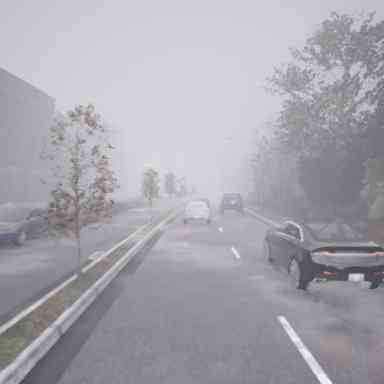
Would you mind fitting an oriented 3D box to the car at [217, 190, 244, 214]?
[{"bbox_3d":[3.942,1.099,33.641,2.150,2.045,5.566,0,0,3],"label":"car"}]

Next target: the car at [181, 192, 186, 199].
[{"bbox_3d":[-3.892,0.734,81.667,2.435,2.045,5.566,0,1,10],"label":"car"}]

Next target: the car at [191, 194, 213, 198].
[{"bbox_3d":[1.337,1.318,41.922,2.128,1.511,4.902,0,0,4],"label":"car"}]

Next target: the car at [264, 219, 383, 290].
[{"bbox_3d":[3.258,1.466,9.005,2.128,1.511,4.902,0,0,0],"label":"car"}]

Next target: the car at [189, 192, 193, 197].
[{"bbox_3d":[-1.902,0.873,92.462,1.946,1.575,5.366,0,1,12],"label":"car"}]

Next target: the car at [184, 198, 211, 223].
[{"bbox_3d":[0.403,1.441,24.705,1.812,1.442,4.674,0,0,2],"label":"car"}]

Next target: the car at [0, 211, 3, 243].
[{"bbox_3d":[-7.965,1.491,9.721,2.002,1.452,4.674,0,0,0],"label":"car"}]

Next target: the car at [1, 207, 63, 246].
[{"bbox_3d":[-7.932,1.459,15.236,2.163,1.488,4.792,0,0,0],"label":"car"}]

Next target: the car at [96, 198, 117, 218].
[{"bbox_3d":[-7.869,1.378,26.364,2.231,1.521,4.892,0,0,0],"label":"car"}]

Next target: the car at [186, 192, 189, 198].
[{"bbox_3d":[-2.964,0.930,87.000,1.946,1.575,5.366,0,1,11],"label":"car"}]

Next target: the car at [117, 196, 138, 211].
[{"bbox_3d":[-7.806,1.316,37.356,2.097,1.535,5.008,0,0,1],"label":"car"}]

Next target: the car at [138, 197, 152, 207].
[{"bbox_3d":[-7.563,1.283,46.951,2.163,1.488,4.792,0,0,3],"label":"car"}]

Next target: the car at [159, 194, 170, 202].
[{"bbox_3d":[-6.190,1.117,64.956,1.946,1.575,5.366,0,0,7],"label":"car"}]

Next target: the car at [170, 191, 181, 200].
[{"bbox_3d":[-4.772,1.035,76.192,2.231,1.521,4.892,0,1,9],"label":"car"}]

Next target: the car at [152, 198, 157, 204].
[{"bbox_3d":[-7.154,1.199,53.980,1.946,1.575,5.366,0,0,5],"label":"car"}]

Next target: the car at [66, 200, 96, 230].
[{"bbox_3d":[-7.901,1.445,20.813,2.002,1.452,4.674,0,0,0],"label":"car"}]
